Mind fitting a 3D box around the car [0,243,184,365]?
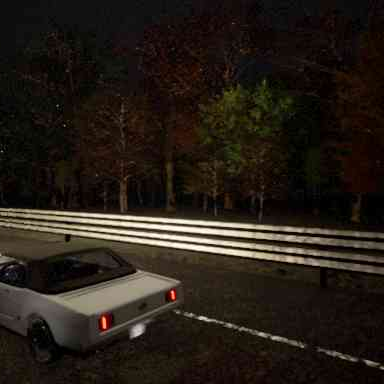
[{"bbox_3d":[-2.537,1.577,5.787,4.718,1.301,1.895,0,0,35],"label":"car"}]
